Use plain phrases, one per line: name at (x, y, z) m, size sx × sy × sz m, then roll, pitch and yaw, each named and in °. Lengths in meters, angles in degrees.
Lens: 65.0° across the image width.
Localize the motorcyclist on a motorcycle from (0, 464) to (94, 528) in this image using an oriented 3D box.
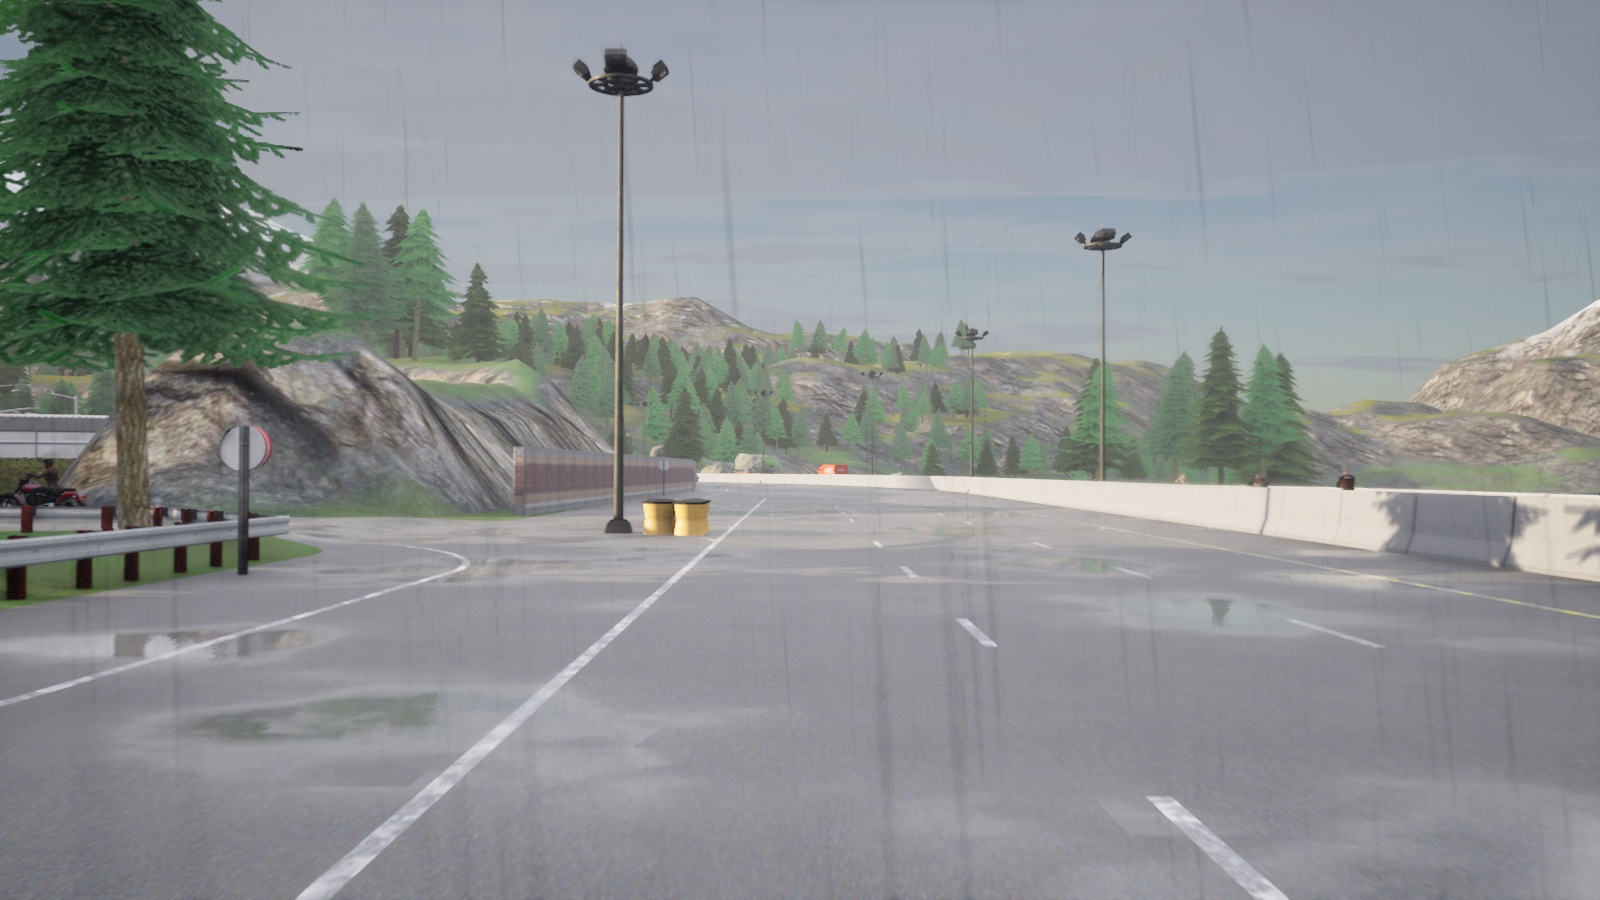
motorcyclist on a motorcycle at (-19.980, 1.203, 33.080) m, size 2.350 × 1.649 × 0.766 m, roll 0°, pitch -1°, yaw 0°
